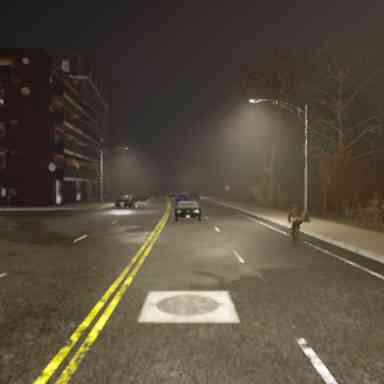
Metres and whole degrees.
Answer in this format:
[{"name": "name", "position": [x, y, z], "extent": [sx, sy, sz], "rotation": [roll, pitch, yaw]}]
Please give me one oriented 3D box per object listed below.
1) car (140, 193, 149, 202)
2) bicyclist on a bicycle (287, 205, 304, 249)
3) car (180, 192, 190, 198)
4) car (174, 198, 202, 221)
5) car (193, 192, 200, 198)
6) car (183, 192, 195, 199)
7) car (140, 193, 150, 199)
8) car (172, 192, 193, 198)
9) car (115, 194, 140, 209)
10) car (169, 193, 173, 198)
[{"name": "car", "position": [-9.012, 1.018, 58.642], "extent": [1.895, 1.301, 4.718], "rotation": [0, 1, -4]}, {"name": "bicyclist on a bicycle", "position": [4.012, 1.325, 12.924], "extent": [0.582, 1.620, 1.656], "rotation": [0, 0, -1]}, {"name": "car", "position": [-1.862, 0.662, 84.656], "extent": [2.128, 1.511, 4.902], "rotation": [0, 1, -7]}, {"name": "car", "position": [-0.346, 1.357, 24.800], "extent": [1.895, 1.301, 4.718], "rotation": [0, 1, -2]}, {"name": "car", "position": [0.375, 0.849, 64.478], "extent": [1.837, 1.490, 4.892], "rotation": [0, -1, -5]}, {"name": "car", "position": [-0.749, 0.765, 74.958], "extent": [2.128, 1.511, 4.902], "rotation": [0, 1, -6]}, {"name": "car", "position": [-10.415, 0.856, 73.656], "extent": [1.895, 1.301, 4.718], "rotation": [0, 1, -6]}, {"name": "car", "position": [-1.280, 1.044, 43.751], "extent": [1.882, 1.535, 5.008], "rotation": [0, 1, -4]}, {"name": "car", "position": [-7.664, 1.116, 38.313], "extent": [2.128, 1.511, 4.902], "rotation": [0, 1, -3]}, {"name": "car", "position": [-4.501, 0.791, 79.298], "extent": [1.895, 1.301, 4.718], "rotation": [0, 1, -7]}]
